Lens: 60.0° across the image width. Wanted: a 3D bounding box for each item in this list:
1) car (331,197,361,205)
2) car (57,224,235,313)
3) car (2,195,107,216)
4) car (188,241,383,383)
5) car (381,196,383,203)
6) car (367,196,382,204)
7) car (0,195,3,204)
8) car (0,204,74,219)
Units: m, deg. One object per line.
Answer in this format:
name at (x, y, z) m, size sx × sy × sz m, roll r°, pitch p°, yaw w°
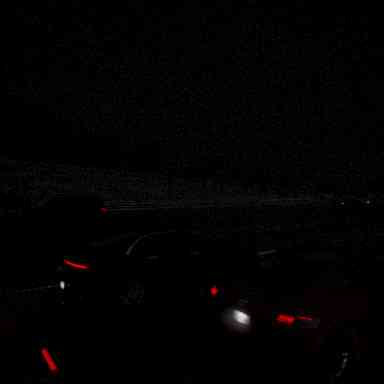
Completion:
car at (20.913, 1.443, 45.129) m, size 5.008 × 1.535 × 1.882 m, roll 0°, pitch 0°, yaw -36°
car at (-0.503, 1.507, 7.733) m, size 4.892 × 1.490 × 1.837 m, roll 0°, pitch 0°, yaw -36°
car at (-7.905, 1.227, 19.905) m, size 5.566 × 2.045 × 2.150 m, roll 0°, pitch 0°, yaw -35°
car at (2.252, 1.564, 5.408) m, size 4.181 × 1.385 × 1.994 m, roll 0°, pitch 0°, yaw -36°
car at (25.055, 1.455, 39.487) m, size 4.902 × 1.511 × 2.128 m, roll 0°, pitch 0°, yaw -36°
car at (24.893, 1.313, 43.687) m, size 4.553 × 1.767 × 2.097 m, roll 0°, pitch 0°, yaw -36°
car at (-12.821, 1.230, 20.661) m, size 5.566 × 2.045 × 2.150 m, roll 0°, pitch 0°, yaw -36°
car at (-8.342, 1.498, 15.262) m, size 4.902 × 1.511 × 2.128 m, roll 0°, pitch 0°, yaw -36°
